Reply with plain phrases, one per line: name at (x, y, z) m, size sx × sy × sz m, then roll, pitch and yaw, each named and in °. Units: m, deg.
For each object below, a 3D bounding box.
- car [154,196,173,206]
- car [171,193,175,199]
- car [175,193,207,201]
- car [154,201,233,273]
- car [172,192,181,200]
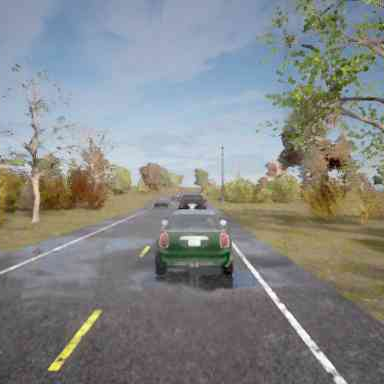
car at (-3.821, 1.497, 42.736) m, size 1.895 × 1.301 × 4.718 m, roll 0°, pitch 0°, yaw -1°
car at (-3.685, 1.112, 76.516) m, size 2.128 × 1.511 × 4.902 m, roll 0°, pitch 0°, yaw -2°
car at (0.015, 1.164, 26.735) m, size 2.150 × 2.045 × 5.566 m, roll 0°, pitch 0°, yaw 0°
car at (0.063, 1.329, 10.710) m, size 2.097 × 1.767 × 4.553 m, roll 0°, pitch 0°, yaw 0°
car at (-3.834, 0.980, 83.819) m, size 2.097 × 1.767 × 4.553 m, roll 0°, pitch 0°, yaw 0°
